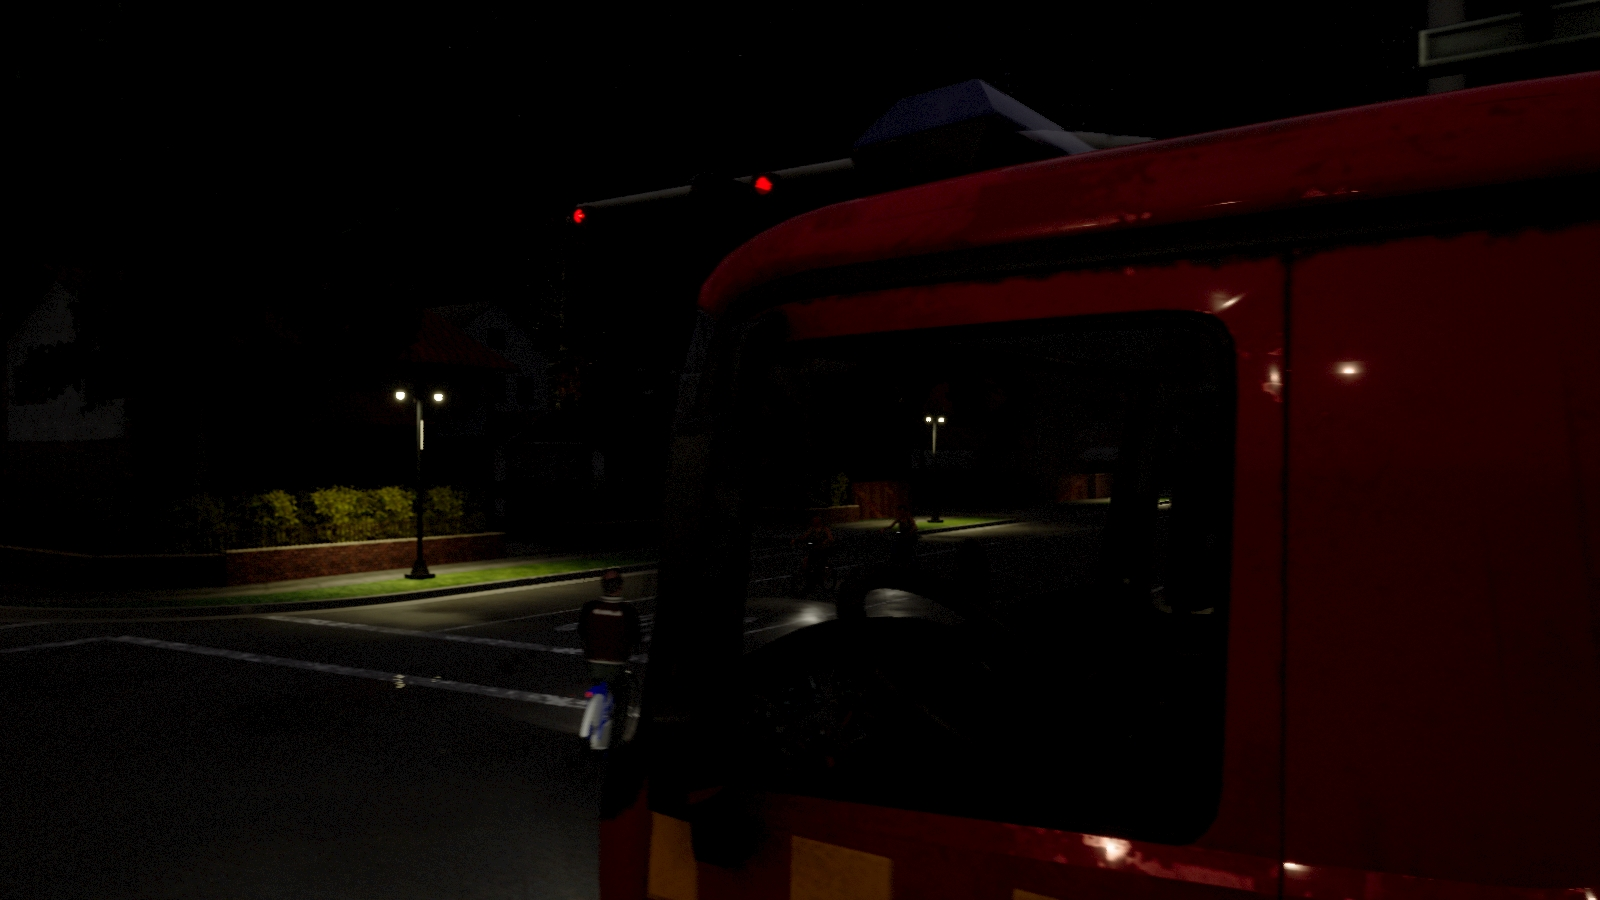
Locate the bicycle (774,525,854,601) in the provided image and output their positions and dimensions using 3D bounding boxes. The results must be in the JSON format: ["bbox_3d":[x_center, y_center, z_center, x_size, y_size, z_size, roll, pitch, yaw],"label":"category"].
[{"bbox_3d":[0.284,2.147,22.083,0.859,1.301,1.487,0,0,35],"label":"bicycle"}]

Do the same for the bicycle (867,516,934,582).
[{"bbox_3d":[2.217,2.147,25.057,0.859,1.301,1.487,0,0,34],"label":"bicycle"}]

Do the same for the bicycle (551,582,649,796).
[{"bbox_3d":[-1.747,2.048,10.189,0.329,1.496,1.835,5,0,3],"label":"bicycle"}]
